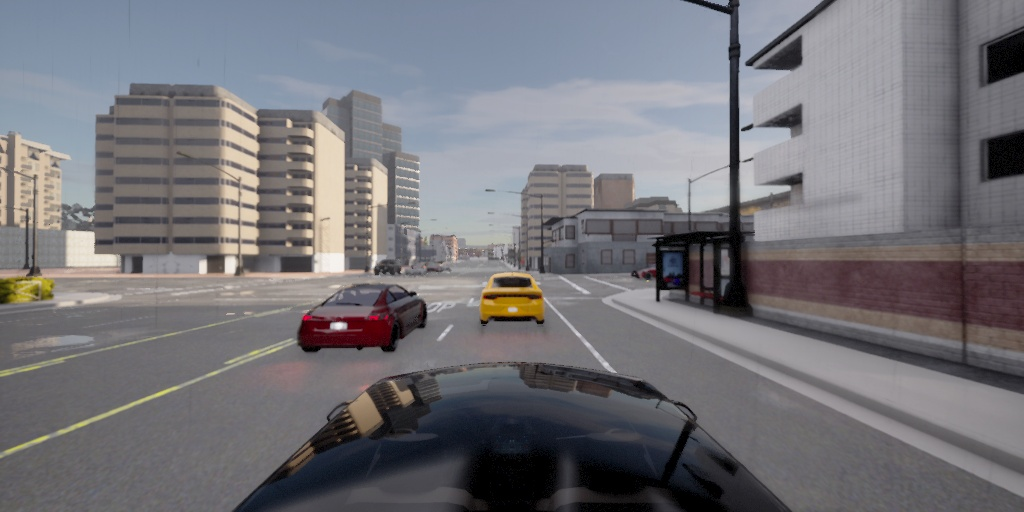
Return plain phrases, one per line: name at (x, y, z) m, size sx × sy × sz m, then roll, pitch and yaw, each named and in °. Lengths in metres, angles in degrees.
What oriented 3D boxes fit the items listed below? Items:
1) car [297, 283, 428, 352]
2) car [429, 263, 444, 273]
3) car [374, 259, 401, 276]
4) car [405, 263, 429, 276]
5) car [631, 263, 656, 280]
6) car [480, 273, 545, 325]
car at (-3.471, 1.371, 9.097) m, size 1.994 × 1.385 × 4.181 m, roll 0°, pitch 0°, yaw -1°
car at (-12.840, 1.891, 58.362) m, size 2.097 × 1.767 × 4.553 m, roll 0°, pitch -2°, yaw -3°
car at (-15.623, 1.429, 45.301) m, size 2.150 × 2.045 × 5.566 m, roll 0°, pitch -1°, yaw -3°
car at (-12.106, 1.802, 45.076) m, size 1.895 × 1.301 × 4.718 m, roll 0°, pitch -1°, yaw -3°
car at (12.382, 1.303, 30.568) m, size 4.181 × 1.385 × 1.994 m, roll -1°, pitch 0°, yaw -5°
car at (-0.009, 1.309, 12.205) m, size 1.882 × 1.535 × 5.008 m, roll 0°, pitch 0°, yaw -1°
